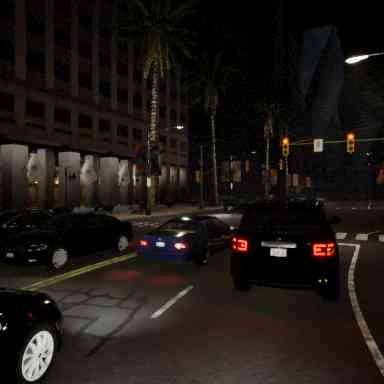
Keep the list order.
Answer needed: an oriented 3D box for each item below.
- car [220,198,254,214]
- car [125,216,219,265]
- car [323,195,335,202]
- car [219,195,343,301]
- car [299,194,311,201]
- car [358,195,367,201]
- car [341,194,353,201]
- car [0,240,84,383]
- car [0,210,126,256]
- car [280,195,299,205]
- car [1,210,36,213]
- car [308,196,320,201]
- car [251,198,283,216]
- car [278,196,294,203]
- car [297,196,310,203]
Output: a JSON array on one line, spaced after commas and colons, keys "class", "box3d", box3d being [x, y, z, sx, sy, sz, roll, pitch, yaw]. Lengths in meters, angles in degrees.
[{"class": "car", "box3d": [4.980, 1.491, 36.093, 2.128, 1.511, 4.902, 0, 0, 29]}, {"class": "car", "box3d": [0.188, 1.547, 11.790, 2.033, 1.411, 5.357, 0, 0, 26]}, {"class": "car", "box3d": [32.377, 1.540, 78.786, 2.033, 1.411, 5.357, 0, 0, 29]}, {"class": "car", "box3d": [2.613, 1.221, 8.701, 2.150, 2.045, 5.566, 0, 0, 22]}, {"class": "car", "box3d": [30.191, 1.354, 88.663, 2.185, 1.767, 4.553, 0, 0, 28]}, {"class": "car", "box3d": [40.993, 1.595, 80.015, 1.895, 1.301, 4.718, 0, 0, 28]}, {"class": "car", "box3d": [37.966, 1.355, 81.776, 2.097, 1.767, 4.553, 0, 0, 28]}, {"class": "car", "box3d": [-2.896, 1.505, 2.552, 1.837, 1.490, 4.892, 0, 0, 9]}, {"class": "car", "box3d": [-4.023, 1.477, 11.485, 1.882, 1.535, 5.008, 0, 0, 24]}, {"class": "car", "box3d": [17.155, 1.352, 58.373, 2.097, 1.767, 4.553, 0, 0, 29]}, {"class": "car", "box3d": [-7.070, 1.505, 13.191, 1.837, 1.490, 4.892, 0, 0, 24]}, {"class": "car", "box3d": [30.095, 1.594, 81.918, 1.895, 1.301, 4.718, 0, 0, 29]}, {"class": "car", "box3d": [7.700, 1.477, 33.772, 1.882, 1.535, 5.008, 0, 0, 29]}, {"class": "car", "box3d": [19.633, 1.513, 69.440, 2.161, 1.482, 4.786, 0, 0, 28]}, {"class": "car", "box3d": [23.259, 1.524, 69.425, 1.812, 1.442, 4.674, 0, 0, 29]}]
